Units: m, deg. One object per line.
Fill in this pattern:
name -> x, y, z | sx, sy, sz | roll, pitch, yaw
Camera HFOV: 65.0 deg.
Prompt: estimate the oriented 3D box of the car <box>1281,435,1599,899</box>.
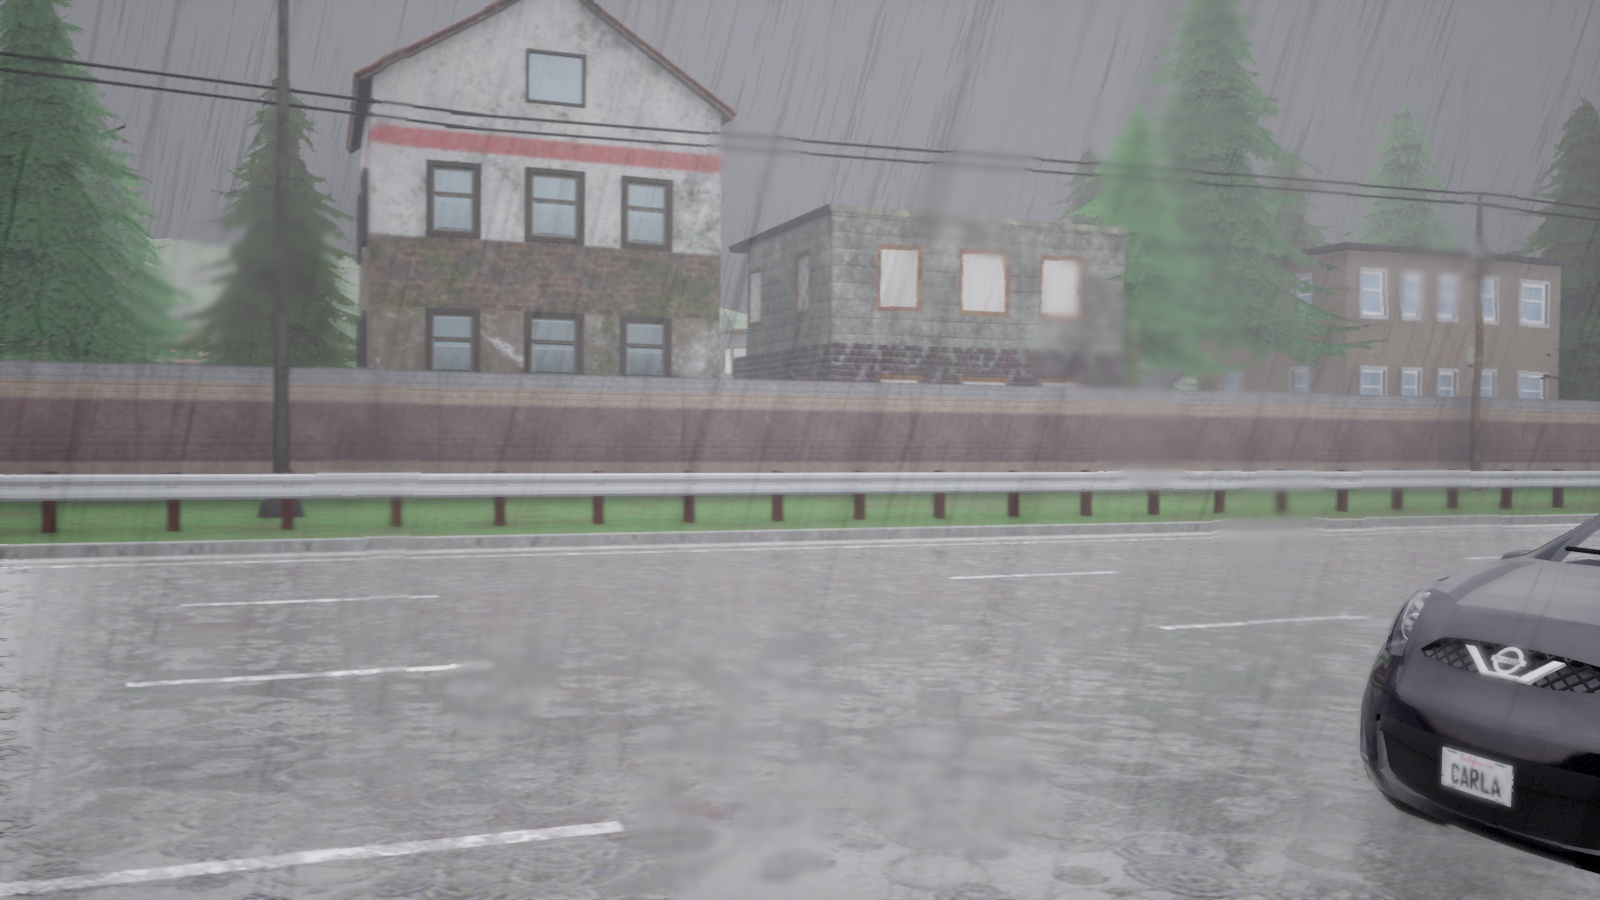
car -> 3.922, 0.693, 4.728 | 3.633, 1.501, 1.845 | -1, 1, -21
